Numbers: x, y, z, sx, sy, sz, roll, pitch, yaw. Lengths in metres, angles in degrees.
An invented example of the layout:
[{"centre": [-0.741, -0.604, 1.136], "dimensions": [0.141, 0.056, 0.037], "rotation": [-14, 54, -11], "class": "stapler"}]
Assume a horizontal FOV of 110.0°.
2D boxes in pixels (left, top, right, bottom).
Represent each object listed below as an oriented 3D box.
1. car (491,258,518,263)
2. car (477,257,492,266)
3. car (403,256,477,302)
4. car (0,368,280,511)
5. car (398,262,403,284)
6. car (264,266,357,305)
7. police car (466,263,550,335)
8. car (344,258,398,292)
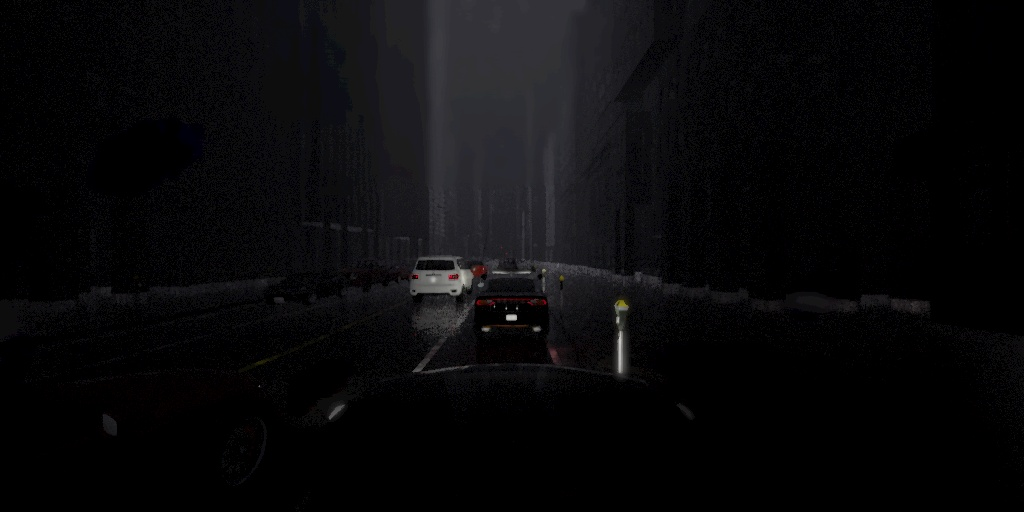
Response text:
[{"centre": [-0.383, 1.188, 27.203], "dimensions": [1.967, 1.591, 4.097], "rotation": [0, 0, 0], "class": "car"}, {"centre": [-3.145, 1.115, 31.959], "dimensions": [2.097, 1.767, 4.553], "rotation": [0, 0, 0], "class": "car"}, {"centre": [-3.145, 1.007, 17.018], "dimensions": [2.150, 2.045, 5.566], "rotation": [0, 0, 0], "class": "car"}, {"centre": [-3.145, 1.275, 1.501], "dimensions": [1.812, 1.442, 4.674], "rotation": [0, 0, 0], "class": "car"}, {"centre": [-8.908, 1.293, 27.194], "dimensions": [1.888, 1.381, 4.507], "rotation": [0, 0, 0], "class": "car"}, {"centre": [-8.908, 1.314, 15.920], "dimensions": [1.948, 1.339, 4.313], "rotation": [0, 0, 0], "class": "car"}, {"centre": [-0.012, 1.174, 10.610], "dimensions": [1.930, 1.638, 5.238], "rotation": [0, 0, 0], "class": "police car"}, {"centre": [-8.908, 1.063, 21.556], "dimensions": [2.192, 1.841, 5.009], "rotation": [0, 0, 0], "class": "car"}]
